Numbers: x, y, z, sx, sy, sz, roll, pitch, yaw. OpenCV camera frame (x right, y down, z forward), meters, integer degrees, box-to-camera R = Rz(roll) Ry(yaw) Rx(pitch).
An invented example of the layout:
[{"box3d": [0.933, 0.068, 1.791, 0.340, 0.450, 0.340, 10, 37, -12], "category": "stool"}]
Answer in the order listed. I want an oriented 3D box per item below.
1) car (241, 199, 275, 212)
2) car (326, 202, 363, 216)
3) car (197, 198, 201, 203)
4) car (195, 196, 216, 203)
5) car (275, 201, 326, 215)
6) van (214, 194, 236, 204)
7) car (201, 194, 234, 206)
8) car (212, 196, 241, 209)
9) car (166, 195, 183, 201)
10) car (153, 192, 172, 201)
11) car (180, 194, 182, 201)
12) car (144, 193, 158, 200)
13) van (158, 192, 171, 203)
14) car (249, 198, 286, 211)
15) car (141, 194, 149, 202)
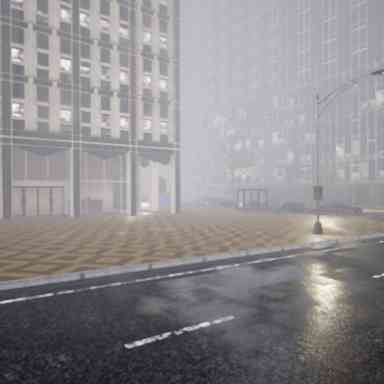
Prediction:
[{"box3d": [8.369, 1.678, 40.386, 1.802, 1.307, 4.206, 0, 0, -34], "category": "car"}, {"box3d": [15.501, 1.720, 34.698, 1.994, 1.385, 4.181, 0, 1, -34], "category": "car"}, {"box3d": [3.279, 1.400, 58.333, 1.837, 1.490, 4.892, 0, -1, -34], "category": "car"}, {"box3d": [2.593, 1.420, 63.955, 1.802, 1.307, 4.206, 0, 0, -34], "category": "car"}, {"box3d": [11.554, 1.713, 35.677, 1.947, 1.339, 4.313, 0, 0, -34], "category": "car"}, {"box3d": [5.793, 1.231, 59.255, 1.690, 1.788, 3.998, 0, 0, -34], "category": "van"}, {"box3d": [3.926, 1.478, 51.719, 1.837, 1.490, 4.892, 0, 1, -34], "category": "car"}, {"box3d": [5.218, 1.611, 45.116, 1.947, 1.339, 4.313, 0, 0, -34], "category": "car"}, {"box3d": [-3.806, 1.314, 73.350, 1.802, 1.307, 4.206, 0, 0, -34], "category": "car"}, {"box3d": [-7.003, 0.994, 78.046, 2.192, 1.841, 5.009, 0, 0, -34], "category": "car"}, {"box3d": [-4.322, 0.998, 69.469, 2.150, 2.045, 5.566, 0, 1, -34], "category": "car"}, {"box3d": [-10.204, 1.066, 82.744, 1.967, 1.590, 4.097, 0, 0, -34], "category": "car"}, {"box3d": [-4.332, 1.232, 59.237, 1.690, 1.788, 3.998, 0, 0, -34], "category": "van"}, {"box3d": [9.757, 1.592, 43.129, 1.812, 1.442, 4.674, 0, 1, -34], "category": "car"}, {"box3d": [-10.733, 1.337, 68.633, 2.008, 1.369, 4.403, 0, 0, -34], "category": "car"}]
